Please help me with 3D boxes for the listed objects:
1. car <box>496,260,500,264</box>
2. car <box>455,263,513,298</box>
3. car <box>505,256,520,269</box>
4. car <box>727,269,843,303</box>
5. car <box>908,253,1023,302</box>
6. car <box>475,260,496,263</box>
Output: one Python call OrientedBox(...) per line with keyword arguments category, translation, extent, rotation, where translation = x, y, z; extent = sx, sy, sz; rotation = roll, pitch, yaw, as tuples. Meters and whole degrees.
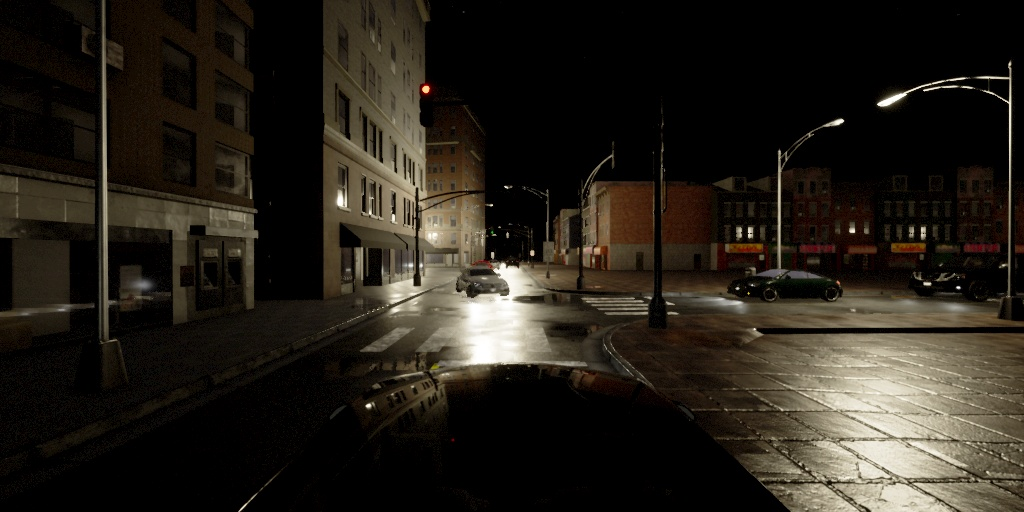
OrientedBox(category="car", translation=(-2.765, 1.289, 52.024), extent=(1.812, 1.442, 4.674), rotation=(0, 0, 0))
OrientedBox(category="car", translation=(-1.705, 1.276, 18.641), extent=(1.812, 1.442, 4.674), rotation=(0, 1, -21))
OrientedBox(category="car", translation=(0.078, 0.991, 59.127), extent=(2.150, 2.045, 5.566), rotation=(0, 0, 0))
OrientedBox(category="car", translation=(12.042, 1.261, 15.988), extent=(4.181, 1.385, 1.994), rotation=(0, 0, 0))
OrientedBox(category="car", translation=(21.320, 0.884, 16.038), extent=(5.566, 2.045, 2.150), rotation=(0, 0, 0))
OrientedBox(category="car", translation=(-2.853, 1.231, 34.194), extent=(1.882, 1.535, 5.008), rotation=(0, 0, 0))
